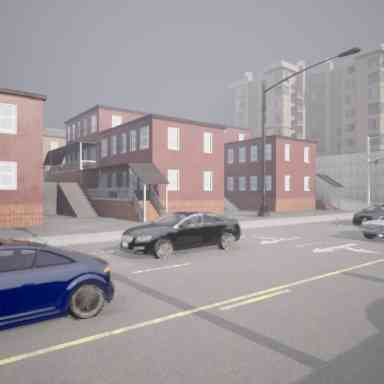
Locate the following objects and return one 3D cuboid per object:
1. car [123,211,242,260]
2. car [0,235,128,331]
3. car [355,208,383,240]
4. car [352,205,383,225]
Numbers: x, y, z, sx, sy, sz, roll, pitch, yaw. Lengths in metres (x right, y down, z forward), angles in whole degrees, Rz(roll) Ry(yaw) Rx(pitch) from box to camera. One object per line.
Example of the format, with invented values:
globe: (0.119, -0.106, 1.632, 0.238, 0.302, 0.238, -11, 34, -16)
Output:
car: (-0.268, 1.492, 12.562, 4.902, 1.511, 2.128, 0, 0, -37)
car: (-3.502, 1.564, 5.721, 4.181, 1.385, 1.994, 0, 0, -37)
car: (10.043, 1.601, 15.908, 4.718, 1.301, 1.895, 0, 0, -37)
car: (12.446, 1.564, 22.008, 4.181, 1.385, 1.994, 0, 0, -36)
